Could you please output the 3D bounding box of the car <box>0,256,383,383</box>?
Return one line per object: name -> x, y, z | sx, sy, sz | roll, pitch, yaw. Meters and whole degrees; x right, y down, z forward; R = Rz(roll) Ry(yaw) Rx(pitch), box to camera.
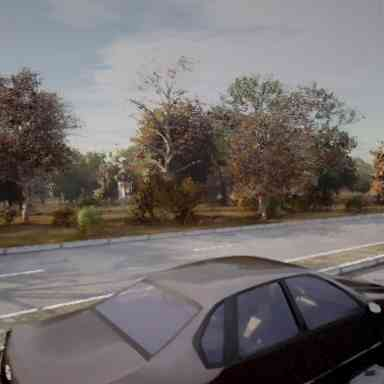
car -> 0.702, 1.529, 3.940 | 5.357, 1.411, 2.033 | 0, 0, -35
